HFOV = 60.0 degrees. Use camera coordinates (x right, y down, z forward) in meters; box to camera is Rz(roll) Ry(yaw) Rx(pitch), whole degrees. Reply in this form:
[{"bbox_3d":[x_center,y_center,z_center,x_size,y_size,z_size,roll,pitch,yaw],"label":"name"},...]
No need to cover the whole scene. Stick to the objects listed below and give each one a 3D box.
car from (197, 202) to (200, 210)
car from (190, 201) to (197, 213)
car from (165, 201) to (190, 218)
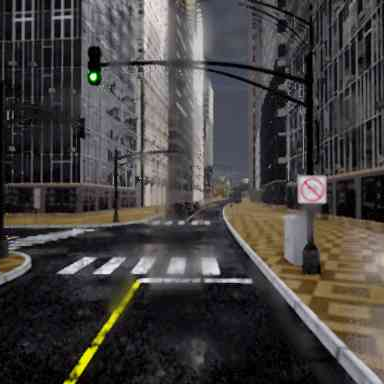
[{"bbox_3d":[0.226,2.203,55.619,1.994,1.385,4.181,0,-1,7],"label":"car"},{"bbox_3d":[-0.833,2.038,45.656,1.837,1.490,4.892,0,-1,6],"label":"car"},{"bbox_3d":[-1.669,1.902,35.845,1.882,1.535,5.008,0,-1,4],"label":"car"}]
